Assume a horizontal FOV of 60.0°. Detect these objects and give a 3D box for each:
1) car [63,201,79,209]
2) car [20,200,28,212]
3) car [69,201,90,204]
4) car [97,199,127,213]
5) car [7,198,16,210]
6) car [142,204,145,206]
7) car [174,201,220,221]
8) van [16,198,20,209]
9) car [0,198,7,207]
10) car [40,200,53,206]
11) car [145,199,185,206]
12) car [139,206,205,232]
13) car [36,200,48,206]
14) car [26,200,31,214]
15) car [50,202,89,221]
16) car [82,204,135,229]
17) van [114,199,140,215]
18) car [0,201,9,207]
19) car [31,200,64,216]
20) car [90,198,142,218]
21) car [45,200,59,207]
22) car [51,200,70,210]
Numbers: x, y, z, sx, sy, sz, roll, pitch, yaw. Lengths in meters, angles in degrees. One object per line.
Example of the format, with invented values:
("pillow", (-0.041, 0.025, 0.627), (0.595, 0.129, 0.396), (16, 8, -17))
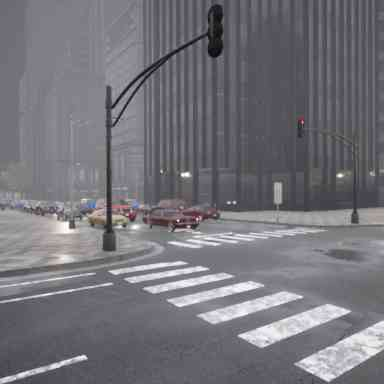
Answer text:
("car", (-22.623, 2.401, 62.238), (1.802, 1.307, 4.206), (-1, 0, -35))
("car", (-23.298, 2.153, 48.448), (1.967, 1.590, 4.097), (-1, 0, -35))
("car", (-12.952, 2.059, 38.493), (2.033, 1.411, 5.357), (0, -1, -35))
("car", (-11.133, 1.870, 46.072), (2.192, 1.841, 5.009), (-1, 0, -35))
("car", (-31.880, 2.350, 60.550), (1.967, 1.590, 4.097), (-1, 0, -35))
("car", (-5.251, 1.999, 37.766), (1.802, 1.307, 4.206), (-1, 0, -35))
("car", (0.624, 1.824, 29.460), (1.887, 1.381, 4.507), (-1, 0, -35))
("van", (-26.126, 2.119, 52.434), (1.690, 1.788, 3.998), (-1, 0, -35))
("car", (-41.210, 2.662, 73.710), (1.887, 1.381, 4.507), (-1, 0, -35))
("car", (-34.660, 2.654, 79.213), (1.947, 1.339, 4.313), (-1, 0, -35))
("car", (-2.319, 1.663, 33.613), (2.192, 1.841, 5.009), (-1, 0, -35))
("car", (-1.484, 1.843, 22.312), (1.895, 1.301, 4.718), (0, -1, -35))
("car", (-37.669, 2.703, 83.456), (2.008, 1.369, 4.403), (-1, 0, -35))
("car", (-20.470, 2.193, 44.463), (1.887, 1.381, 4.507), (-1, 0, -35))
("car", (-11.990, 2.001, 32.507), (2.008, 1.369, 4.403), (-1, 0, -35))
("car", (-6.240, 1.840, 24.397), (1.752, 1.417, 4.829), (-1, 0, -35))
("van", (-8.195, 1.827, 41.919), (1.690, 1.788, 3.998), (-1, 0, -35))
("car", (-44.319, 2.766, 78.096), (1.802, 1.307, 4.206), (-1, 0, -35))
("car", (-17.648, 1.897, 40.478), (2.192, 1.841, 5.009), (-1, 0, -35))
("car", (-7.033, 1.595, 30.138), (2.150, 2.045, 5.566), (0, -1, -35))
("car", (-31.650, 2.589, 74.968), (1.947, 1.339, 4.313), (-1, 0, -35))
("car", (-22.986, 2.266, 57.990), (1.882, 1.535, 5.008), (0, -1, -35))
